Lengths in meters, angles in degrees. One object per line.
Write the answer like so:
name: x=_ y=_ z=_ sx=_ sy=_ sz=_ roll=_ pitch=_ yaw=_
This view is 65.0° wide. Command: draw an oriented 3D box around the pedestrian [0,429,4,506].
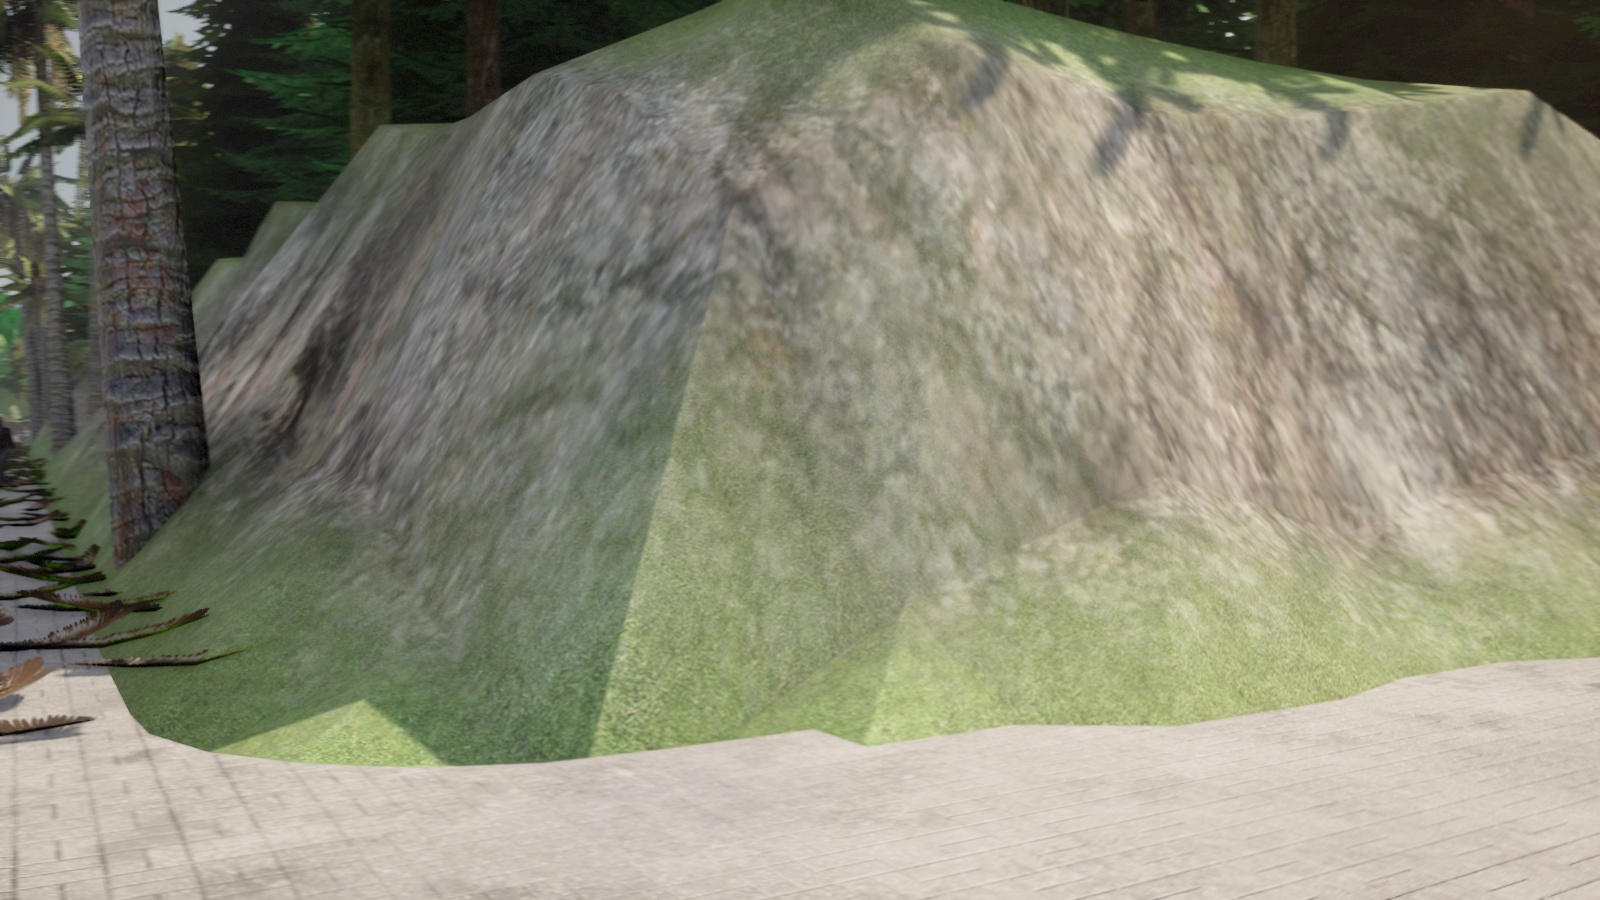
pedestrian: x=-19.488 y=0.420 z=30.370 sx=0.376 sy=1.854 sz=0.720 roll=-1 pitch=1 yaw=-32
